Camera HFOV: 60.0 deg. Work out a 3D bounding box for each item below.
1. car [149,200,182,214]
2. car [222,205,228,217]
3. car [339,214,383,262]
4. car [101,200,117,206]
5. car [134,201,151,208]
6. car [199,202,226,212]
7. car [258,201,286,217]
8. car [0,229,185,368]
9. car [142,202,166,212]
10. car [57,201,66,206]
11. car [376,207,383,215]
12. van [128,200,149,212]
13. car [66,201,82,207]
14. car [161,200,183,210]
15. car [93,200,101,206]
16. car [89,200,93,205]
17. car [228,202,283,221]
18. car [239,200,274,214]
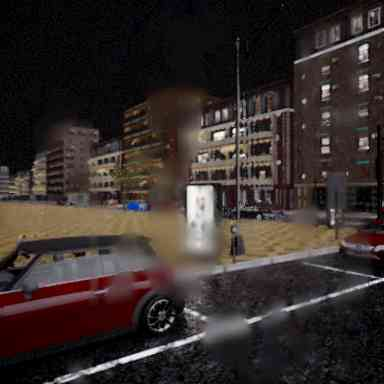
[{"bbox_3d":[-3.508,2.191,44.249,1.887,1.381,4.507,-1,0,-36],"label":"car"},{"bbox_3d":[2.576,2.045,35.779,2.008,1.369,4.403,-1,0,-36],"label":"car"},{"bbox_3d":[6.802,1.622,11.425,4.206,1.307,1.802,0,-1,-36],"label":"car"},{"bbox_3d":[-19.955,2.632,81.354,1.967,1.590,4.097,-1,0,-36],"label":"car"},{"bbox_3d":[-10.146,2.529,67.827,1.802,1.307,4.206,-1,0,-36],"label":"car"},{"bbox_3d":[2.993,2.202,49.838,1.802,1.307,4.206,-1,0,-36],"label":"car"},{"bbox_3d":[7.279,1.772,33.943,2.097,1.767,4.553,0,-1,-36],"label":"car"},{"bbox_3d":[-2.196,1.444,5.002,4.097,1.590,1.967,0,-1,-36],"label":"car"},{"bbox_3d":[-5.965,2.316,52.289,1.994,1.385,4.181,0,-1,-35],"label":"car"},{"bbox_3d":[-33.276,2.937,85.454,1.887,1.381,4.507,-1,0,-36],"label":"car"},{"bbox_3d":[17.275,1.436,25.583,2.150,2.045,5.566,0,-2,-30],"label":"car"},{"bbox_3d":[-8.433,2.111,51.132,1.690,1.788,3.998,-1,0,-36],"label":"van"},{"bbox_3d":[-26.738,2.779,76.436,2.008,1.369,4.403,-1,0,-36],"label":"car"},{"bbox_3d":[-3.608,2.224,58.812,1.967,1.590,4.097,-1,0,-36],"label":"car"},{"bbox_3d":[-23.221,2.840,85.863,1.947,1.339,4.313,-1,0,-36],"label":"car"},{"bbox_3d":[-26.490,2.901,90.372,1.887,1.381,4.507,-1,0,-36],"label":"car"},{"bbox_3d":[5.846,1.964,31.270,2.008,1.369,4.403,-1,0,-36],"label":"car"},{"bbox_3d":[8.256,1.930,42.660,1.967,1.590,4.097,-1,0,-36],"label":"car"}]
